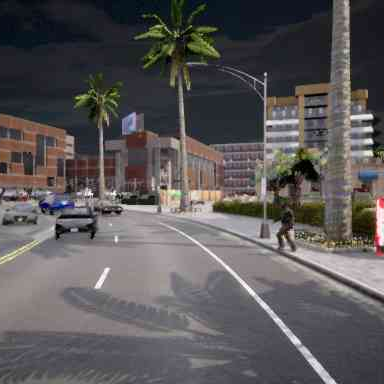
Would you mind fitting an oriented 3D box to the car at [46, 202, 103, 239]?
[{"bbox_3d":[-5.916,1.487,17.360,2.128,1.511,4.902,0,0,-14],"label":"car"}]

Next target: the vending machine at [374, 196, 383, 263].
[{"bbox_3d":[6.625,1.193,10.664,1.100,2.100,0.880,0,0,-8],"label":"vending machine"}]

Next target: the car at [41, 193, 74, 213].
[{"bbox_3d":[-13.761,1.214,33.827,2.150,2.045,5.566,0,0,-37],"label":"car"}]

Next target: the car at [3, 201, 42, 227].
[{"bbox_3d":[-11.688,1.558,22.977,1.994,1.385,4.181,0,0,-23],"label":"car"}]

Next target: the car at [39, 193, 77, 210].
[{"bbox_3d":[-17.568,1.211,43.373,5.566,2.045,2.150,0,0,38],"label":"car"}]

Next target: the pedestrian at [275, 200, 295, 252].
[{"bbox_3d":[3.199,1.179,11.485,0.375,1.860,0.375,0,0,-9],"label":"pedestrian"}]

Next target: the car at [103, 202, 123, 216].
[{"bbox_3d":[-8.404,1.593,32.301,1.895,1.301,4.718,0,0,-32],"label":"car"}]
